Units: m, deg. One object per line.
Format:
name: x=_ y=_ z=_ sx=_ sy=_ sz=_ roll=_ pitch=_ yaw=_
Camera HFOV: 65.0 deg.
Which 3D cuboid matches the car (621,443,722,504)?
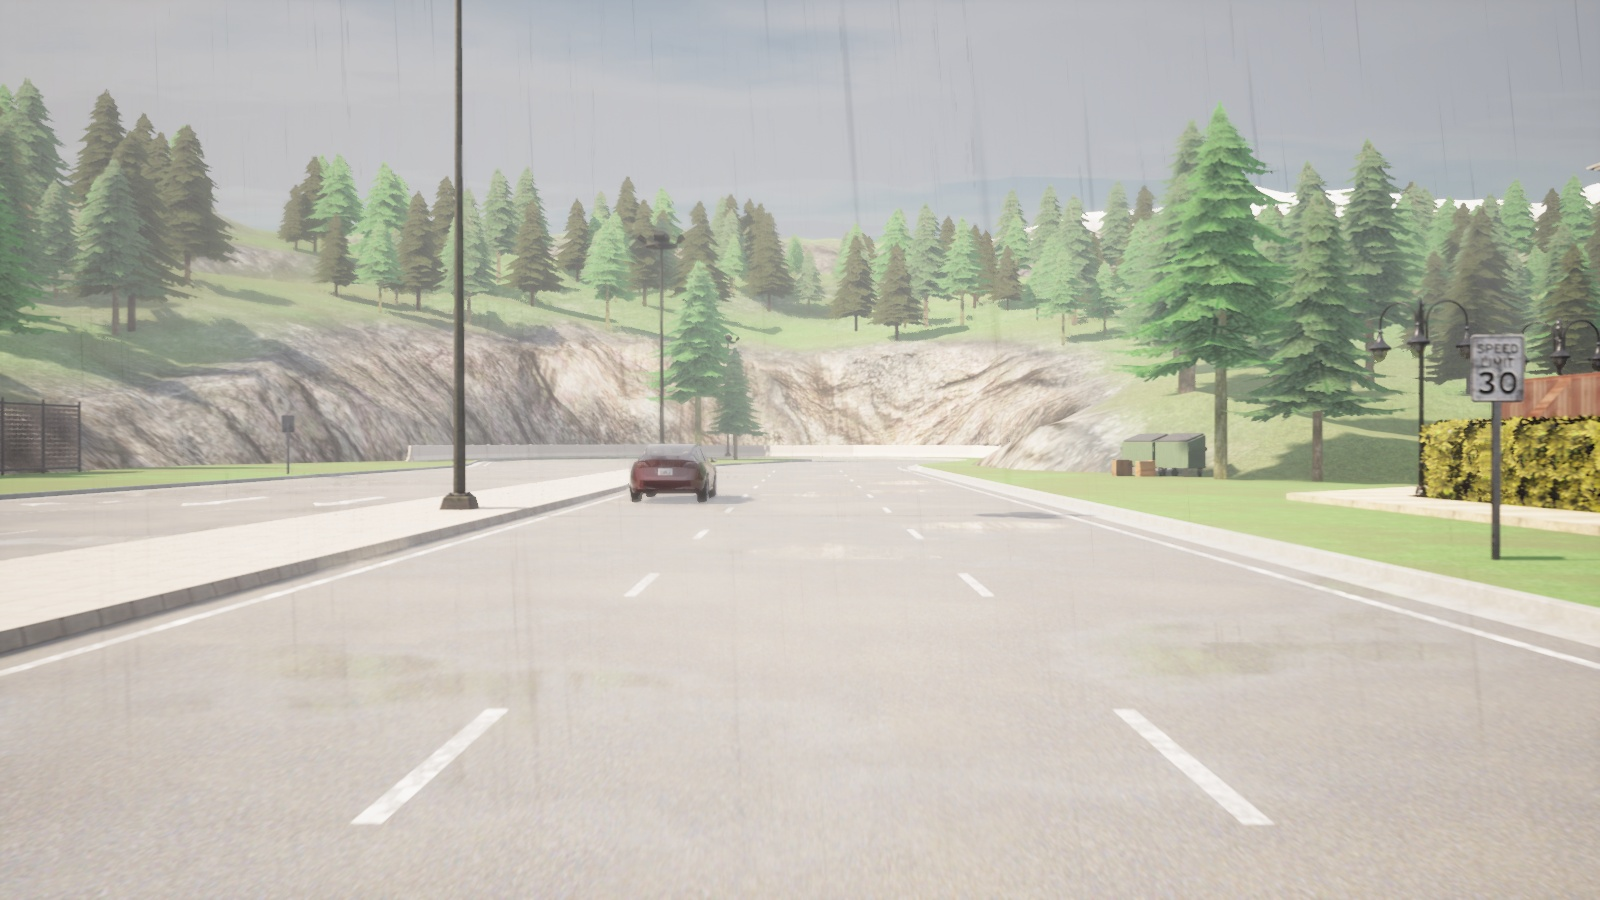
car: x=-3.296 y=0.557 z=33.179 sx=2.163 sy=1.488 sz=4.792 roll=0 pitch=0 yaw=0
